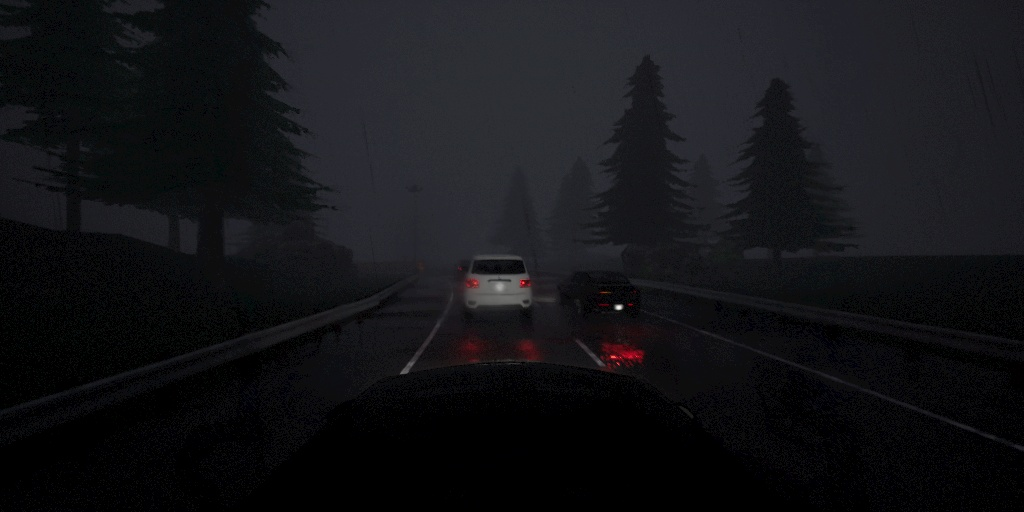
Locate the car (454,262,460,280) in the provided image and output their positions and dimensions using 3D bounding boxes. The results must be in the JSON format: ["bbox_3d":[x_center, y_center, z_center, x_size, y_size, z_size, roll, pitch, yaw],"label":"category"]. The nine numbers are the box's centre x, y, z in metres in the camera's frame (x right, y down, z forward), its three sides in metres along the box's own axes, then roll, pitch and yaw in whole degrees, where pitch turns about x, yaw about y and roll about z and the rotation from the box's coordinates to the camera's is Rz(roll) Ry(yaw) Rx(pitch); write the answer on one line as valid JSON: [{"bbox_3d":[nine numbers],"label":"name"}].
[{"bbox_3d":[-3.768,1.076,30.506,2.097,1.767,4.553,0,0,-13],"label":"car"}]

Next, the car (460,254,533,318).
[{"bbox_3d":[-0.624,0.958,13.083,2.150,2.045,5.566,0,0,-6],"label":"car"}]

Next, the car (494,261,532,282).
[{"bbox_3d":[-0.010,1.204,29.885,2.128,1.511,4.902,0,0,-13],"label":"car"}]

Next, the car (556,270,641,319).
[{"bbox_3d":[2.875,1.231,12.822,1.837,1.490,4.892,0,0,-5],"label":"car"}]
